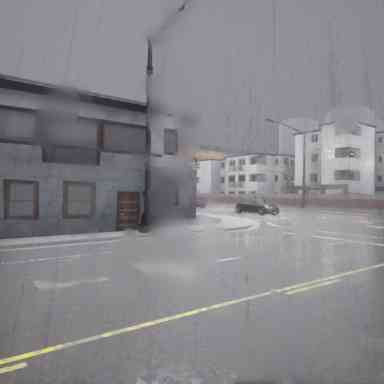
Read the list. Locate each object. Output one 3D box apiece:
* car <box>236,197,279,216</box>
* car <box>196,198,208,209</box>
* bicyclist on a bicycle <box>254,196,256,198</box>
[{"bbox_3d":[6.590,1.358,33.599,2.097,1.767,4.553,1,0,-38],"label":"car"},{"bbox_3d":[-0.166,1.279,41.099,4.674,1.442,1.812,2,0,41],"label":"car"},{"bbox_3d":[9.058,1.338,47.874,0.582,1.620,1.656,2,0,44],"label":"bicyclist on a bicycle"}]
